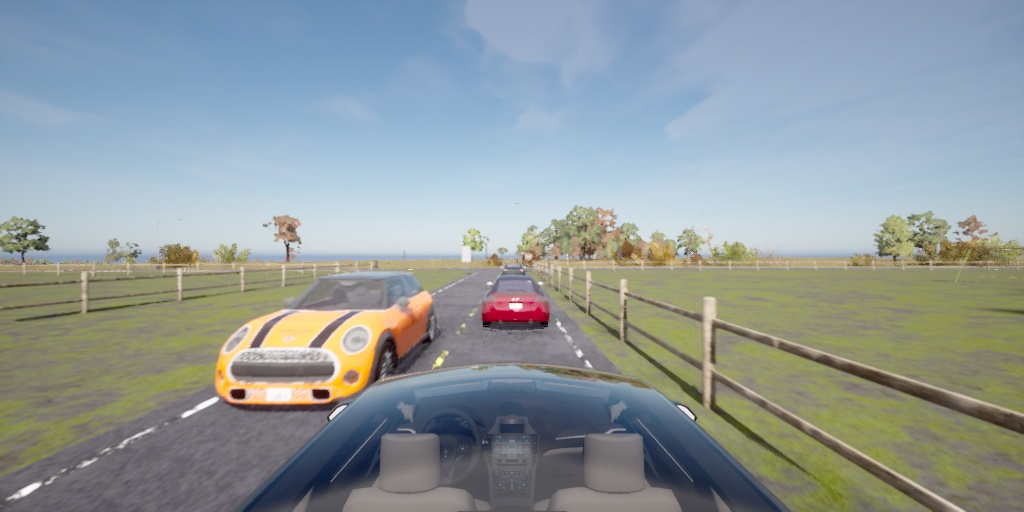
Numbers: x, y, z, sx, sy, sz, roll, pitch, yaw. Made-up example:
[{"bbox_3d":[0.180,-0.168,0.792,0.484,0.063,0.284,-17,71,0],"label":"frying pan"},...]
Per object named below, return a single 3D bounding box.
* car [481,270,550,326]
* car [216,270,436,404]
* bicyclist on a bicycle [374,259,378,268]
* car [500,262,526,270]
[{"bbox_3d":[0.102,1.313,11.647,1.994,1.385,4.181,0,0,0],"label":"car"},{"bbox_3d":[-2.848,1.102,6.624,2.097,1.767,4.553,0,0,0],"label":"car"},{"bbox_3d":[-22.487,1.251,59.420,0.582,1.620,1.656,0,0,0],"label":"bicyclist on a bicycle"},{"bbox_3d":[0.110,1.237,28.438,2.128,1.511,4.902,0,0,0],"label":"car"}]
